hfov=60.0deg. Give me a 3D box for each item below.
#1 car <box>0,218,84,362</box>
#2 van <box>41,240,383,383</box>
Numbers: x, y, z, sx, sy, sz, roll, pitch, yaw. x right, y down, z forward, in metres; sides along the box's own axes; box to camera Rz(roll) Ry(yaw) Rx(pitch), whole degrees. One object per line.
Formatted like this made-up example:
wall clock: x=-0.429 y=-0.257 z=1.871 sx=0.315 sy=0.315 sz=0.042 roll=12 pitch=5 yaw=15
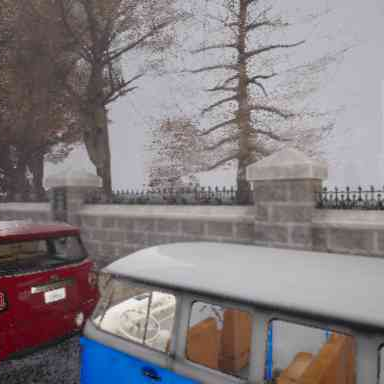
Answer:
car: x=-3.621 y=1.369 z=5.467 sx=5.009 sy=1.841 sz=2.192 roll=-1 pitch=-1 yaw=36
van: x=0.905 y=1.346 z=2.238 sx=3.998 sy=1.788 sz=1.690 roll=-1 pitch=-1 yaw=36
